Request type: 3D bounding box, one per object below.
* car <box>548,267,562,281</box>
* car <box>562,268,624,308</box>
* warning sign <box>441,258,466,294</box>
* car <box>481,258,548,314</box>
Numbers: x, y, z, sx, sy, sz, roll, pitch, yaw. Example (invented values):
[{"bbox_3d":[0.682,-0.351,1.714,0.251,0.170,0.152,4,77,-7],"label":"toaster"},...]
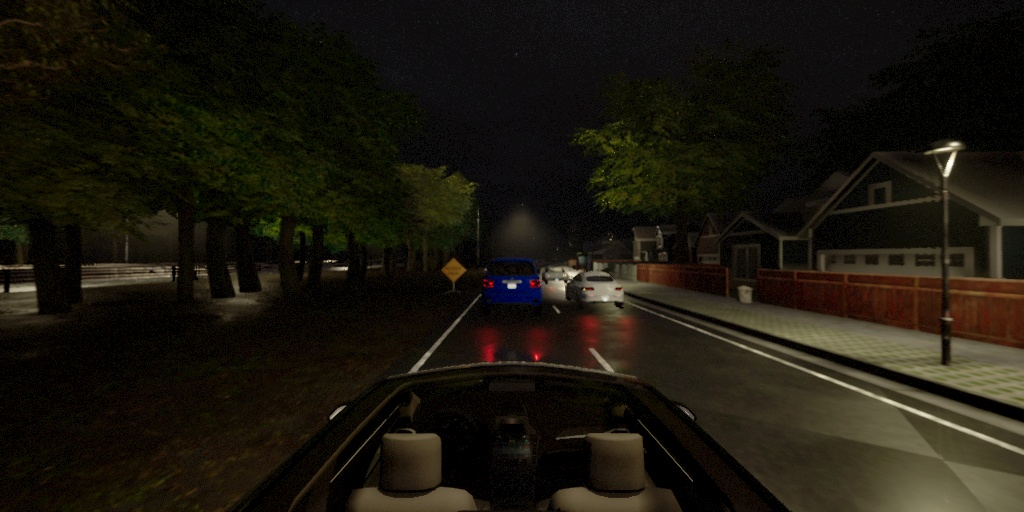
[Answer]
[{"bbox_3d":[3.513,1.578,30.100,1.895,1.301,4.718,0,0,0],"label":"car"},{"bbox_3d":[3.520,1.399,15.755,1.812,1.442,4.674,0,0,0],"label":"car"},{"bbox_3d":[-3.050,1.014,18.741,1.300,1.860,1.060,0,0,0],"label":"warning sign"},{"bbox_3d":[0.007,1.088,14.436,2.150,2.045,5.566,0,0,0],"label":"car"}]
